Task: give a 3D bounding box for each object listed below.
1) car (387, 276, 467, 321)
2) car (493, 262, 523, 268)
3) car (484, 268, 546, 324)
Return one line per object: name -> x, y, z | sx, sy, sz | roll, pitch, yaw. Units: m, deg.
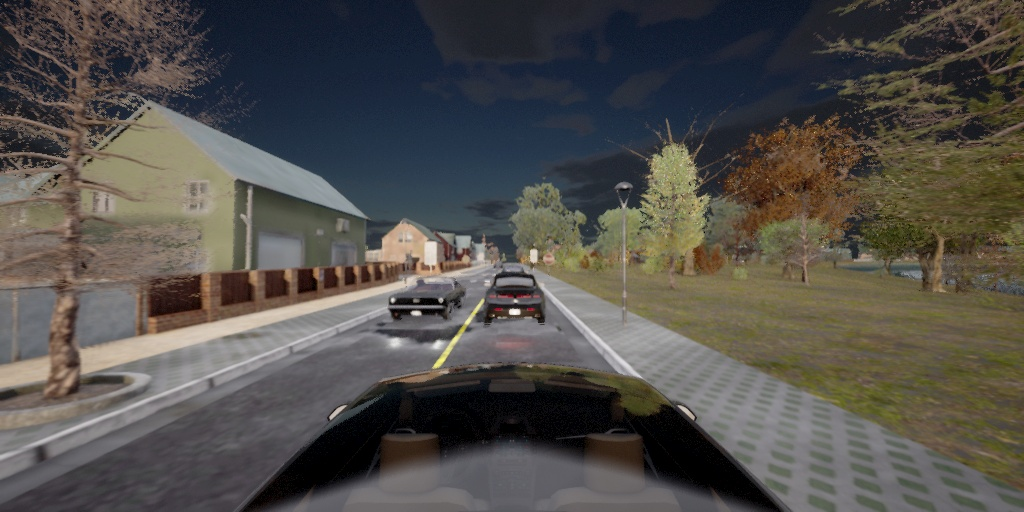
car -> -2.839, 1.415, 12.871 | 1.895, 1.301, 4.718 | 0, 0, 0
car -> 0.073, 1.376, 23.534 | 2.128, 1.511, 4.902 | 0, 0, 0
car -> 0.085, 1.315, 12.231 | 1.837, 1.490, 4.892 | 0, -1, 0
